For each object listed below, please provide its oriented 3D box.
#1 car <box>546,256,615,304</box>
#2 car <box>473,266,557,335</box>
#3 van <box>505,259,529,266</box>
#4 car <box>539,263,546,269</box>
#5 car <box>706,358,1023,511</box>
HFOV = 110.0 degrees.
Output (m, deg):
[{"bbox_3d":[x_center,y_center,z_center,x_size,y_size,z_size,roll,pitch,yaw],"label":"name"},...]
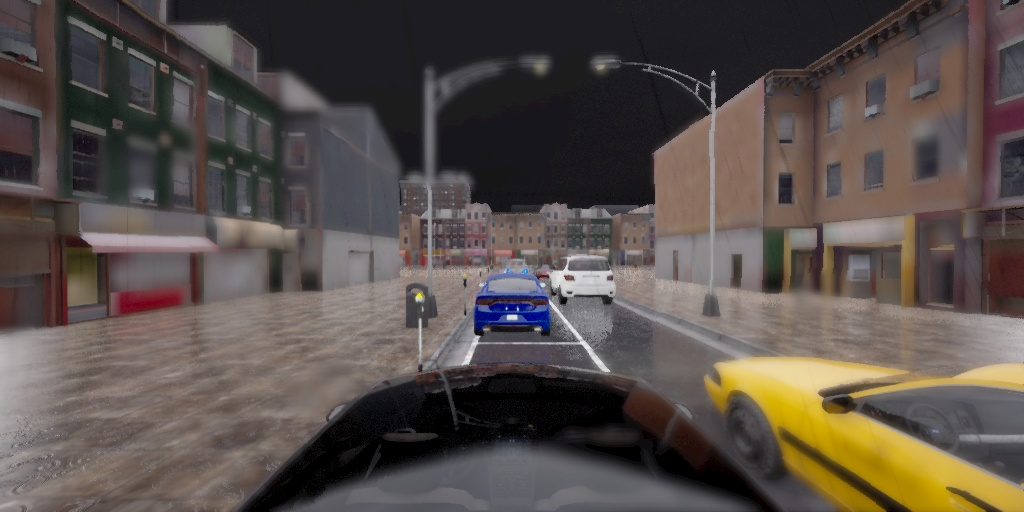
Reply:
[{"bbox_3d":[3.021,1.008,16.366,2.150,2.045,5.566,0,0,0],"label":"car"},{"bbox_3d":[0.006,1.226,10.501,1.882,1.535,5.008,0,0,0],"label":"car"},{"bbox_3d":[0.382,1.094,27.349,1.690,1.789,3.998,0,0,0],"label":"van"},{"bbox_3d":[3.020,1.329,31.337,1.994,1.385,4.181,0,0,0],"label":"car"},{"bbox_3d":[3.020,1.206,1.693,1.801,1.575,5.366,0,0,0],"label":"car"}]
